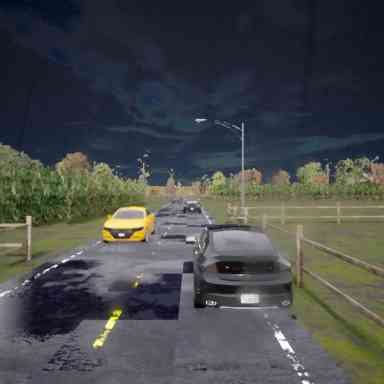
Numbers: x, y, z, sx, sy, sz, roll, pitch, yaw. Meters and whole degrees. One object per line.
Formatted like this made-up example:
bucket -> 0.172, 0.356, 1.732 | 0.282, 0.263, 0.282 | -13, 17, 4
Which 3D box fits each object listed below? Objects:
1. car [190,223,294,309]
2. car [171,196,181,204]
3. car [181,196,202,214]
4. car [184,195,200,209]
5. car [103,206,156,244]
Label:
car -> 0.947, 1.505, 7.874 | 1.837, 1.490, 4.892 | 0, 0, 0
car -> -2.868, 1.511, 63.236 | 1.994, 1.385, 4.181 | 0, 0, 0
car -> 0.012, 1.512, 35.593 | 1.812, 1.442, 4.674 | 0, 0, 0
car -> -0.030, 1.325, 45.881 | 2.097, 1.767, 4.553 | 0, 0, 0
car -> -2.881, 1.476, 16.072 | 1.882, 1.535, 5.008 | 0, 0, 0
